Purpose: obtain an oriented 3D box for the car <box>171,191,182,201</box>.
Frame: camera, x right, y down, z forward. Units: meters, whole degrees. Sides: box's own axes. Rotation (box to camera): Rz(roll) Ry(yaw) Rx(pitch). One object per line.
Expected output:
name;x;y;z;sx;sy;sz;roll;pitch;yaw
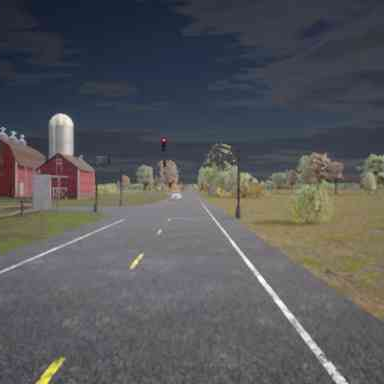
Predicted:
car;-3.500;0.816;73.841;2.150;2.045;5.566;0;0;0
